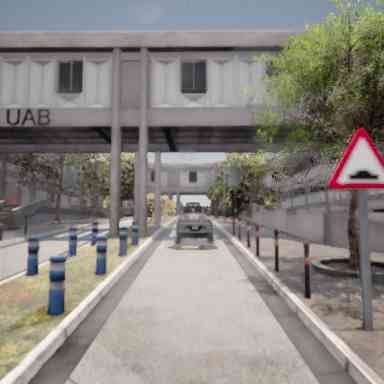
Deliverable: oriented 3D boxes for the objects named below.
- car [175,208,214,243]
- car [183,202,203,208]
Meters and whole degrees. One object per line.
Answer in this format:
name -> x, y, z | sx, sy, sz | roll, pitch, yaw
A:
car -> 0.109, 1.747, 17.443 | 2.033, 1.411, 5.357 | 0, -2, -1
car -> 0.109, 2.295, 40.407 | 2.150, 2.045, 5.566 | 0, -3, 0
